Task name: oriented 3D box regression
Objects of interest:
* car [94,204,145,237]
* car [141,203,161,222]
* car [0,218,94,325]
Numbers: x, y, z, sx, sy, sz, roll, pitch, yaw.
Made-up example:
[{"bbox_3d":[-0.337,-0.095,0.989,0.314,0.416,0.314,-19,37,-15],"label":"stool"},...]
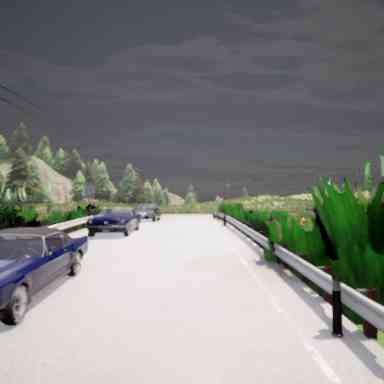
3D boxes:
[{"bbox_3d":[-3.824,1.455,17.031,1.895,1.301,4.718,0,-1,0],"label":"car"},{"bbox_3d":[-3.674,1.663,27.432,2.128,1.511,4.902,0,-3,1],"label":"car"},{"bbox_3d":[-3.742,1.494,6.975,1.895,1.301,4.718,0,1,-1],"label":"car"}]
